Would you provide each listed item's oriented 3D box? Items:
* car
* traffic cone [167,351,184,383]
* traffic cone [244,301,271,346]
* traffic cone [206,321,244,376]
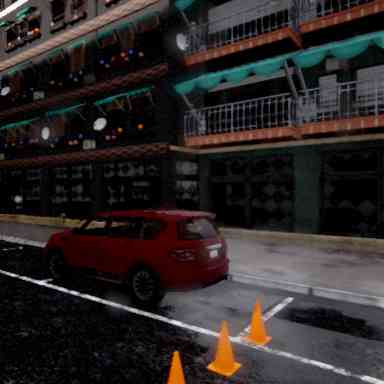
[{"bbox_3d":[-1.509,1.322,8.089,5.009,1.841,2.192,0,0,36],"label":"car"},{"bbox_3d":[-0.170,1.961,3.476,0.340,0.580,0.340,0,0,36],"label":"traffic cone"},{"bbox_3d":[0.995,1.966,5.102,0.340,0.580,0.340,0,0,36],"label":"traffic cone"},{"bbox_3d":[0.412,1.963,4.289,0.340,0.580,0.340,0,0,36],"label":"traffic cone"}]
